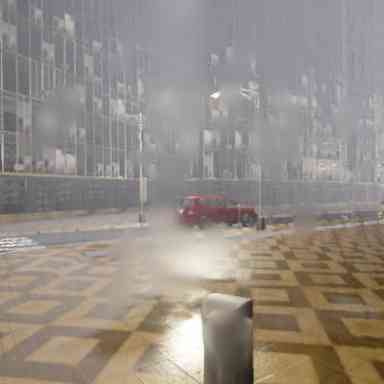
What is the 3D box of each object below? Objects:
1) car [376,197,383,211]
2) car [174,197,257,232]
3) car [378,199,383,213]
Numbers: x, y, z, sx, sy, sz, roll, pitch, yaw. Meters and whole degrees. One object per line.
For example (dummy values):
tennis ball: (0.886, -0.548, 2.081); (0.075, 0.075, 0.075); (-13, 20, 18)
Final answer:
car: (22.394, 1.283, 36.492); (4.892, 1.490, 1.837); (-1, 0, -34)
car: (1.360, 1.165, 18.611); (5.009, 1.841, 2.192); (0, -1, -35)
car: (19.452, 1.285, 31.377); (4.829, 1.417, 1.752); (0, -1, -35)
